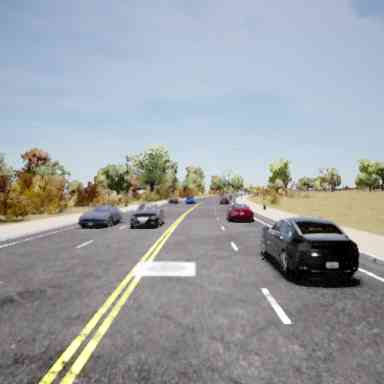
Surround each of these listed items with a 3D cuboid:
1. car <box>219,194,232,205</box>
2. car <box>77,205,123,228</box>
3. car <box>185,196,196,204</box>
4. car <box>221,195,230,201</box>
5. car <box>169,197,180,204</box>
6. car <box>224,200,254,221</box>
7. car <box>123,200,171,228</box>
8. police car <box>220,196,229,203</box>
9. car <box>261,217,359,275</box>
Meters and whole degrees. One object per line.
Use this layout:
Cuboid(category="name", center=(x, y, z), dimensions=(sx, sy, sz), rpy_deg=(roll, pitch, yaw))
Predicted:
Cuboid(category="car", center=(6.161, 1.631, 63.016), dimensions=(1.812, 1.442, 4.674), rpy_deg=(0, 0, 5))
Cuboid(category="car", center=(-6.178, 1.611, 23.168), dimensions=(2.033, 1.411, 5.357), rpy_deg=(0, 0, 2))
Cuboid(category="car", center=(-0.226, 1.589, 64.590), dimensions=(1.882, 1.535, 5.008), rpy_deg=(0, 0, 6))
Cuboid(category="car", center=(8.483, 1.577, 84.744), dimensions=(2.128, 1.511, 4.902), rpy_deg=(0, 0, 7))
Cuboid(category="car", center=(-3.465, 1.674, 64.850), dimensions=(1.994, 1.385, 4.181), rpy_deg=(0, 0, 6))
Cuboid(category="car", center=(3.960, 1.638, 27.793), dimensions=(1.994, 1.385, 4.181), rpy_deg=(0, 0, 2))
Cuboid(category="car", center=(-2.932, 1.555, 22.737), dimensions=(2.128, 1.511, 4.902), rpy_deg=(0, 0, 2))
Cuboid(category="police car", center=(7.238, 1.603, 73.888), dimensions=(2.038, 1.542, 4.974), rpy_deg=(0, 0, 6))
Cuboid(category="car", center=(3.463, 1.541, 10.538), dimensions=(1.837, 1.490, 4.892), rpy_deg=(0, 0, 1))
